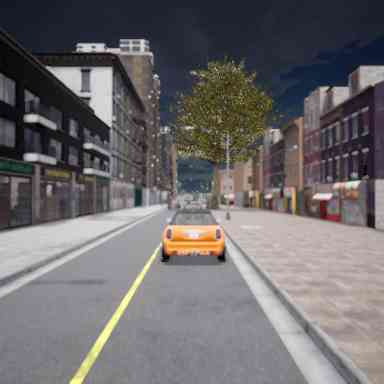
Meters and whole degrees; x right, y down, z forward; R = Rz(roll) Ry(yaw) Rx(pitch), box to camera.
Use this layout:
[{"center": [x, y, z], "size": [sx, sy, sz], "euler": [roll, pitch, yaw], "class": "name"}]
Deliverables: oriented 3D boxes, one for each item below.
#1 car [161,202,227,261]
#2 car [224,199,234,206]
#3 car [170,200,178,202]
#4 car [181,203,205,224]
[{"center": [0.067, 1.409, 12.612], "size": [2.097, 1.767, 4.553], "euler": [0, -1, 0], "class": "car"}, {"center": [10.815, 2.766, 85.616], "size": [5.009, 1.841, 2.192], "euler": [1, -2, 0], "class": "car"}, {"center": [-2.818, 2.032, 51.909], "size": [1.812, 1.442, 4.674], "euler": [0, -1, 0], "class": "car"}, {"center": [0.069, 1.716, 28.055], "size": [1.837, 1.490, 4.892], "euler": [0, 0, 0], "class": "car"}]
